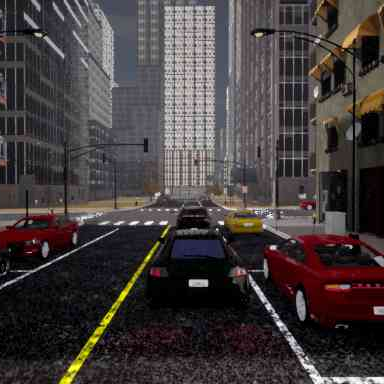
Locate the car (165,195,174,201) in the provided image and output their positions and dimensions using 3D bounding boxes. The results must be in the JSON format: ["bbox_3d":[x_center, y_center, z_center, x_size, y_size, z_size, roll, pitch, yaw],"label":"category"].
[{"bbox_3d":[-5.650,1.524,83.587,1.752,1.417,4.829,-1,0,0],"label":"car"}]

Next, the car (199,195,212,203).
[{"bbox_3d":[2.716,1.437,61.513,1.967,1.590,4.097,-1,0,0],"label":"car"}]

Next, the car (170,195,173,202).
[{"bbox_3d":[-5.661,1.313,67.079,2.192,1.841,5.009,-1,0,0],"label":"car"}]

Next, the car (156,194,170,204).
[{"bbox_3d":[-5.663,1.542,61.519,1.887,1.381,4.507,-1,0,0],"label":"car"}]

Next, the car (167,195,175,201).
[{"bbox_3d":[-5.646,1.544,89.316,1.887,1.381,4.507,-1,0,0],"label":"car"}]

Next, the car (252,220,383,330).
[{"bbox_3d":[2.686,1.544,6.940,1.887,1.381,4.507,-1,0,0],"label":"car"}]

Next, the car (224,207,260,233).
[{"bbox_3d":[2.692,1.523,18.156,1.752,1.417,4.829,-1,0,0],"label":"car"}]

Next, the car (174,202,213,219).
[{"bbox_3d":[0.087,1.503,17.807,1.837,1.490,4.892,0,0,-1],"label":"car"}]

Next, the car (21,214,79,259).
[{"bbox_3d":[-5.692,1.543,12.482,1.887,1.381,4.507,-1,0,0],"label":"car"}]

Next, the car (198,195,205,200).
[{"bbox_3d":[2.738,1.582,94.870,1.802,1.307,4.206,-1,0,0],"label":"car"}]

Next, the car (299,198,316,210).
[{"bbox_3d":[14.273,1.256,37.104,4.507,1.381,1.887,-1,1,0],"label":"car"}]

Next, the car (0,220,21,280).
[{"bbox_3d":[-5.696,1.439,6.958,1.967,1.590,4.097,-1,0,0],"label":"car"}]

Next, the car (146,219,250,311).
[{"bbox_3d":[0.107,1.563,7.823,1.994,1.385,4.181,0,0,0],"label":"car"}]
